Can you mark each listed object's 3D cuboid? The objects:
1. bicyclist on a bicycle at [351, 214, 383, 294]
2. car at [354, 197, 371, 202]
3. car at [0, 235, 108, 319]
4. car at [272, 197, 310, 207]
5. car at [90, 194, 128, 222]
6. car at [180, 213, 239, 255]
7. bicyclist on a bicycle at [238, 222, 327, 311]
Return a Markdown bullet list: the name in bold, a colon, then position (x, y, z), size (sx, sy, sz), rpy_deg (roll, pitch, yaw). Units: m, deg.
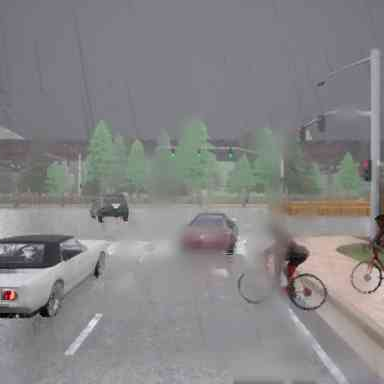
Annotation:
- **bicyclist on a bicycle**: position (4.062, 1.292, 6.868), size (1.656, 1.620, 0.582), rpy_deg (0, 0, -5)
- **car**: position (22.155, 1.418, 42.758), size (5.008, 1.535, 1.882), rpy_deg (0, 0, -1)
- **car**: position (-3.319, 1.591, 7.314), size (1.895, 1.301, 4.718), rpy_deg (0, 0, 1)
- **car**: position (12.752, 1.446, 42.608), size (4.892, 1.490, 1.837), rpy_deg (0, 0, -1)
- **car**: position (-6.596, 1.185, 26.296), size (2.150, 2.045, 5.566), rpy_deg (0, 0, -25)
- **car**: position (0.824, 1.546, 13.432), size (1.994, 1.385, 4.181), rpy_deg (0, 0, 10)
- **bicyclist on a bicycle**: position (1.712, 1.409, 6.374), size (1.656, 1.620, 0.582), rpy_deg (1, -2, 18)
